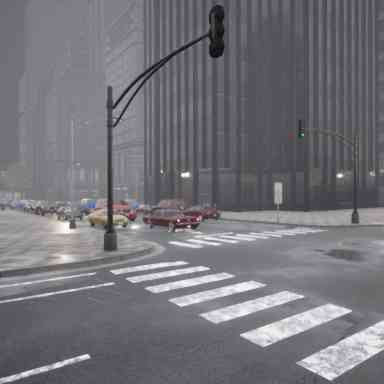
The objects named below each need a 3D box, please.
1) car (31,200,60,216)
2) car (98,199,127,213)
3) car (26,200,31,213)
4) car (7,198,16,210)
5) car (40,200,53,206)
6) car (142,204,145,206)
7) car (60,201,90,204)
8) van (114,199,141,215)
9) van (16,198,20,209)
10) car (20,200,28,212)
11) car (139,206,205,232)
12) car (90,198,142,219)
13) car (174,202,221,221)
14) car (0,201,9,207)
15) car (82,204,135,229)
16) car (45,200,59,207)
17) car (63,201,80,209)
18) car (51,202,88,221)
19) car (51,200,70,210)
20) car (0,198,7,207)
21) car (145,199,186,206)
[{"bbox_3d":[-17.631,1.900,40.495,2.192,1.841,5.009,-1,0,-35],"label":"car"},{"bbox_3d":[-11.118,1.874,46.093,2.192,1.841,5.009,-1,0,-35],"label":"car"},{"bbox_3d":[-20.454,2.195,44.480,1.887,1.381,4.507,-1,0,-35],"label":"car"},{"bbox_3d":[-31.872,2.353,60.561,1.967,1.590,4.097,-1,0,-35],"label":"car"},{"bbox_3d":[-34.661,2.659,79.223,1.947,1.339,4.313,-1,0,-35],"label":"car"},{"bbox_3d":[-5.232,2.003,37.789,1.802,1.307,4.206,-1,0,-35],"label":"car"},{"bbox_3d":[-13.762,2.082,39.680,2.033,1.411,5.357,0,-1,-35],"label":"car"},{"bbox_3d":[-8.178,1.831,41.941,1.690,1.788,3.998,-1,0,-35],"label":"van"},{"bbox_3d":[-26.114,2.122,52.448,1.690,1.788,3.998,-1,0,-35],"label":"van"},{"bbox_3d":[-23.284,2.156,48.463,1.967,1.590,4.097,-1,0,-35],"label":"car"},{"bbox_3d":[-1.458,1.846,22.337,1.895,1.301,4.718,0,-1,-35],"label":"car"},{"bbox_3d":[-7.006,1.592,30.155,2.150,2.045,5.566,0,0,-35],"label":"car"},{"bbox_3d":[0.646,1.828,29.486,1.887,1.381,4.507,-1,0,-35],"label":"car"},{"bbox_3d":[-44.319,2.770,78.102,1.802,1.307,4.206,-1,0,-35],"label":"car"},{"bbox_3d":[-6.215,1.843,24.420,1.752,1.417,4.829,-1,0,-35],"label":"car"},{"bbox_3d":[-31.649,2.593,74.980,1.947,1.339,4.313,-1,0,-35],"label":"car"},{"bbox_3d":[-22.615,2.405,62.253,1.802,1.307,4.206,-1,0,-35],"label":"car"},{"bbox_3d":[-11.969,2.003,32.527,2.008,1.369,4.403,-1,0,-35],"label":"car"},{"bbox_3d":[-22.977,2.270,58.005,1.882,1.535,5.008,0,-1,-35],"label":"car"},{"bbox_3d":[-41.208,2.665,73.717,1.887,1.381,4.507,-1,0,-35],"label":"car"},{"bbox_3d":[-2.299,1.667,33.638,2.192,1.841,5.009,-1,0,-35],"label":"car"}]
